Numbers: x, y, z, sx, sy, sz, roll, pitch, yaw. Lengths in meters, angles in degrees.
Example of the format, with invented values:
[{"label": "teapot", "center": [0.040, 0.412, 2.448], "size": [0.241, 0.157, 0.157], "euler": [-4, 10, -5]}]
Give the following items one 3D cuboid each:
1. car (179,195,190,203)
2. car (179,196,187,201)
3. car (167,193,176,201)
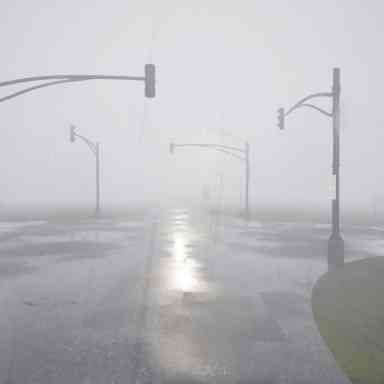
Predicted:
[{"label": "car", "center": [-1.586, 1.383, 69.824], "size": [2.097, 1.767, 4.553], "euler": [0, 0, -3]}, {"label": "car", "center": [-2.183, 1.558, 79.898], "size": [1.895, 1.301, 4.718], "euler": [0, 0, -4]}, {"label": "car", "center": [-4.570, 1.013, 73.918], "size": [2.097, 1.767, 4.553], "euler": [0, 0, -3]}]
